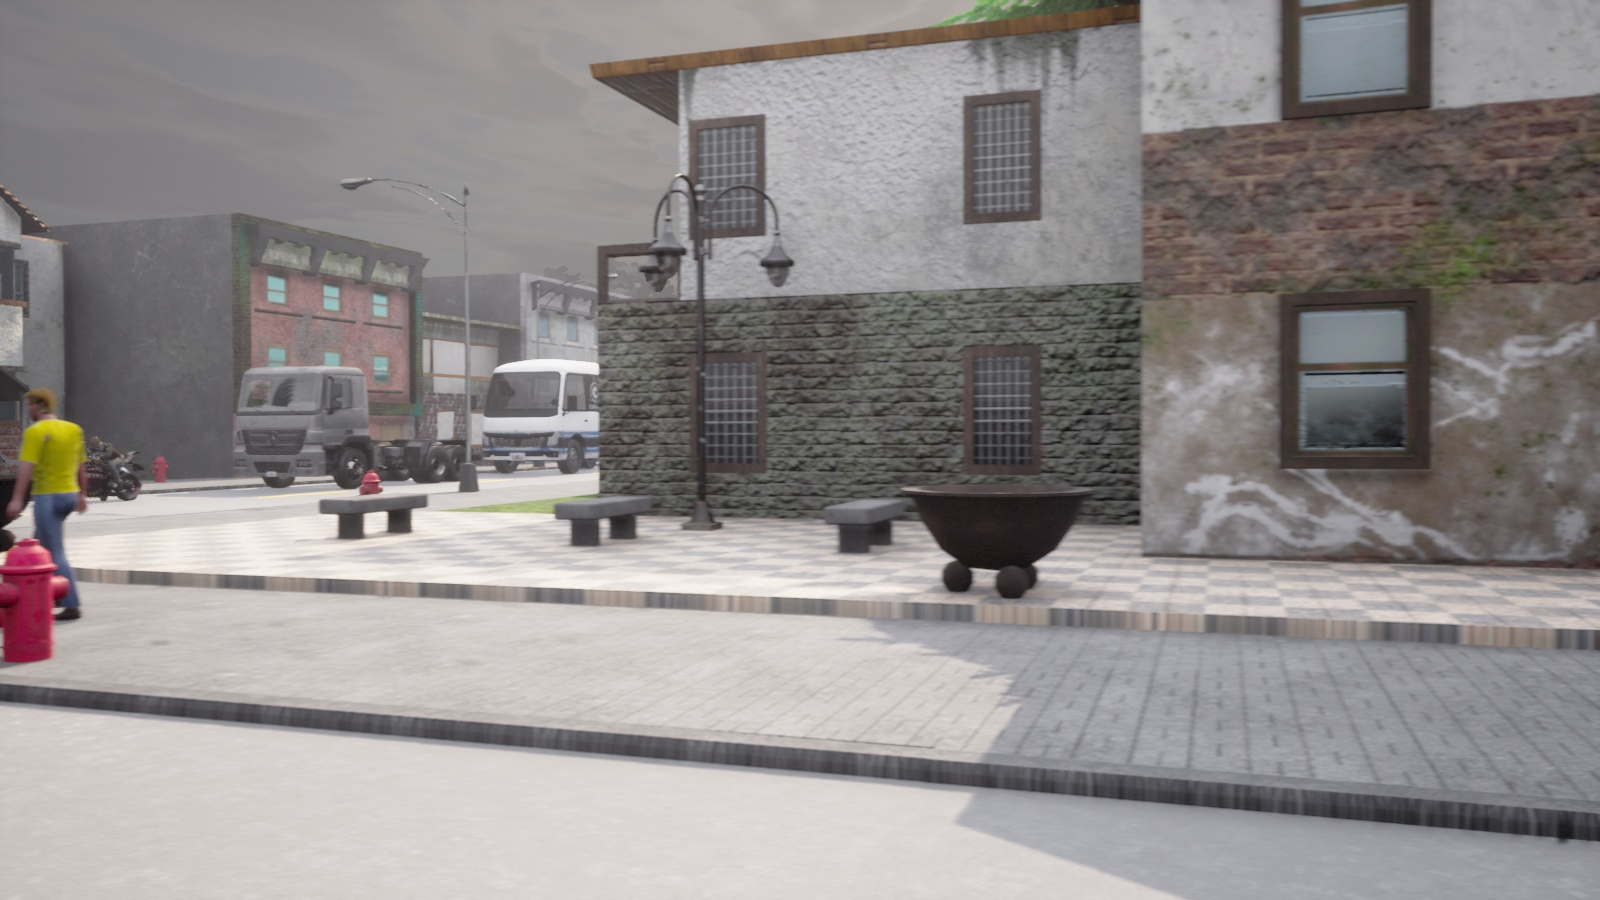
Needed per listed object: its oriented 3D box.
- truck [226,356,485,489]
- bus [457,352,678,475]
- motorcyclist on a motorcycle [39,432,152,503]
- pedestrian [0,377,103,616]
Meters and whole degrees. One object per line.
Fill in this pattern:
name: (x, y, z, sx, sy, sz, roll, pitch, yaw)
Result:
truck: (-12.733, -0.793, 36.941, 2.891, 3.462, 7.936, 1, 1, 19)
bus: (-8.696, -1.365, 48.949, 3.944, 4.253, 10.273, 1, 1, 19)
motorcyclist on a motorcycle: (-15.717, 0.354, 28.098, 0.866, 1.530, 2.191, 1, 1, 18)
pedestrian: (-5.916, 0.353, 9.861, 0.706, 1.836, 0.354, 0, 1, 12)
